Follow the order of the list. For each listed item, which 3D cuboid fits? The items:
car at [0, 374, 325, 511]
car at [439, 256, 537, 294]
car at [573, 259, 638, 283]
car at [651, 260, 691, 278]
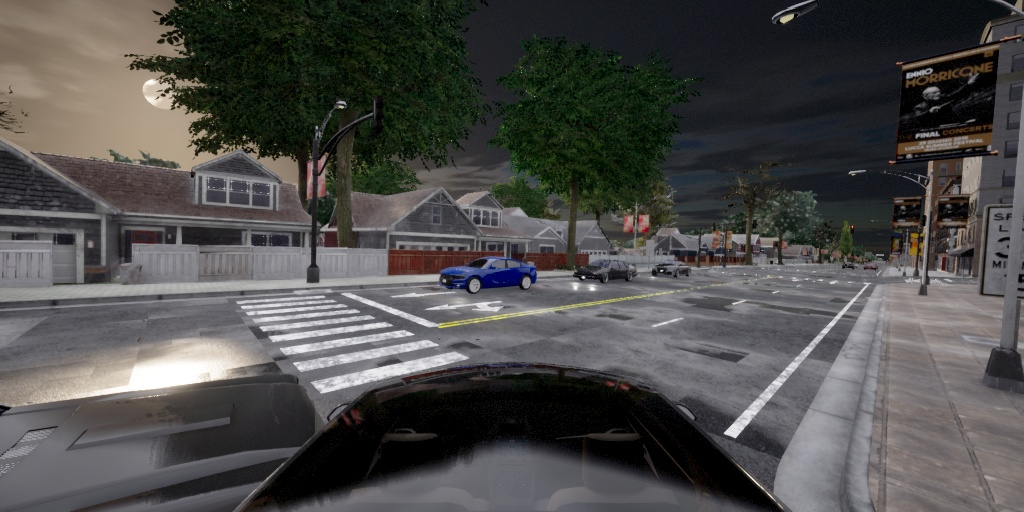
[{"bbox_3d":[-3.317,1.273,1.402,4.718,1.301,1.895,1,2,-33],"label":"car"},{"bbox_3d":[-0.981,0.776,16.567,5.008,1.535,1.882,1,3,-43],"label":"car"},{"bbox_3d":[6.247,0.924,23.421,5.357,1.411,2.033,1,2,-43],"label":"car"},{"bbox_3d":[13.507,1.024,30.277,4.181,1.385,1.994,1,2,-44],"label":"car"}]
